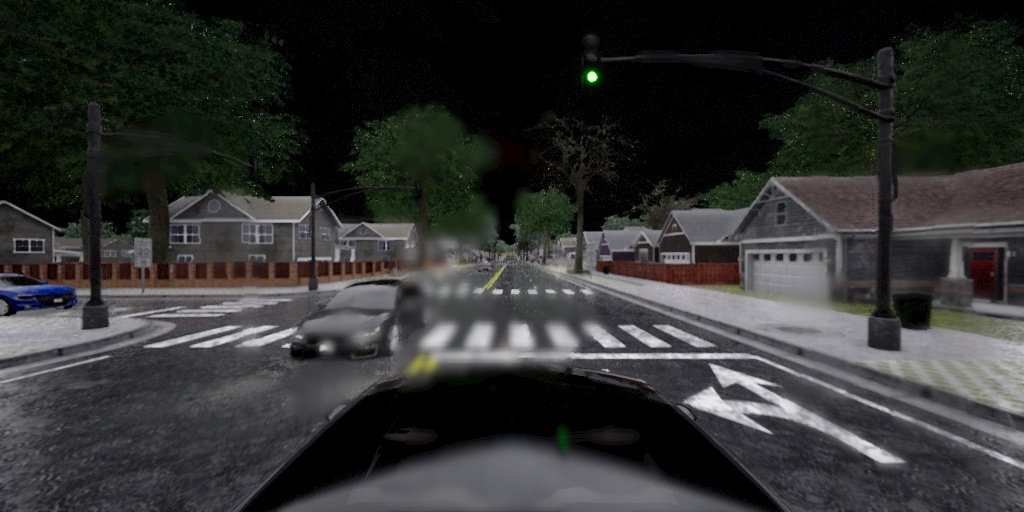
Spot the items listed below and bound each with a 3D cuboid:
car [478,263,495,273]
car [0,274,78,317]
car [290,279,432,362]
[{"bbox_3d":[-3.275,1.544,46.629,1.994,1.385,4.181,0,0,0],"label":"car"},{"bbox_3d":[-19.744,1.419,13.725,5.008,1.535,1.882,0,0,2],"label":"car"},{"bbox_3d":[-3.253,1.362,8.701,1.837,1.490,4.892,0,0,0],"label":"car"}]
